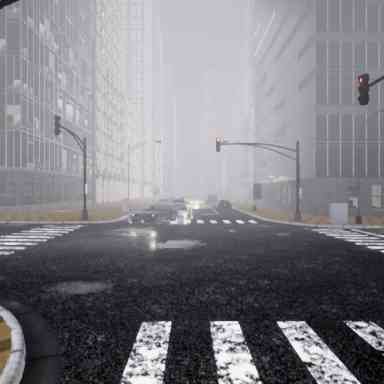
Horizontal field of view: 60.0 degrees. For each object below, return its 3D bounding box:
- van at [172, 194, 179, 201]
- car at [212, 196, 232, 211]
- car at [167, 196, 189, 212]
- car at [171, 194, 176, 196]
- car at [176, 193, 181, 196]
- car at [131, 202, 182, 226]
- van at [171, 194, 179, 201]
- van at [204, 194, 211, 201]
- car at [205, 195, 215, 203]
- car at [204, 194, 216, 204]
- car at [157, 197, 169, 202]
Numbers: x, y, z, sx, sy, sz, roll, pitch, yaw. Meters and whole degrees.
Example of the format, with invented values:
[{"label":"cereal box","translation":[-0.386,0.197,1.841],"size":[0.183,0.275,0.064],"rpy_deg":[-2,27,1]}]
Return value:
[{"label":"van","translation":[-4.188,1.311,85.951],"size":[1.690,1.788,3.998],"rpy_deg":[0,0,0]},{"label":"car","translation":[3.928,1.577,41.765],"size":[1.947,1.339,4.313],"rpy_deg":[0,0,0]},{"label":"car","translation":[-1.523,1.538,38.549],"size":[1.812,1.442,4.674],"rpy_deg":[0,0,0]},{"label":"car","translation":[-4.095,1.561,63.841],"size":[1.947,1.339,4.313],"rpy_deg":[0,0,0]},{"label":"car","translation":[-1.577,1.475,60.897],"size":[1.882,1.535,5.008],"rpy_deg":[0,0,0]},{"label":"car","translation":[-2.616,1.619,24.086],"size":[1.895,1.301,4.718],"rpy_deg":[0,0,17]},{"label":"van","translation":[-4.165,1.317,80.424],"size":[1.690,1.788,3.998],"rpy_deg":[0,0,0]},{"label":"van","translation":[3.716,1.317,80.457],"size":[1.690,1.788,3.998],"rpy_deg":[0,0,0]},{"label":"car","translation":[3.762,1.429,69.402],"size":[1.967,1.590,4.097],"rpy_deg":[0,0,0]},{"label":"car","translation":[3.786,1.310,63.873],"size":[2.192,1.841,5.009],"rpy_deg":[0,0,0]},{"label":"car","translation":[-4.025,1.590,47.258],"size":[1.802,1.307,4.206],"rpy_deg":[0,0,0]}]
